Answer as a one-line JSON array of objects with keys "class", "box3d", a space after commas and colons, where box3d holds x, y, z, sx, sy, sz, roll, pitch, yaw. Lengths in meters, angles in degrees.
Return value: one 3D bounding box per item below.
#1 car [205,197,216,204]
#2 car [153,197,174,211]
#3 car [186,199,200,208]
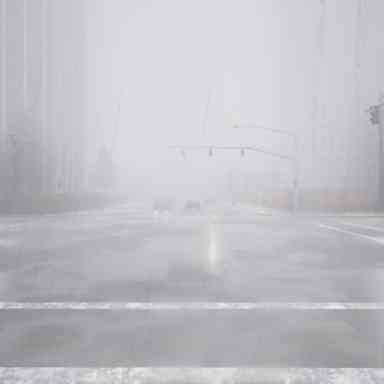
[{"class": "car", "box3d": [3.535, 1.601, 64.979, 1.895, 1.301, 4.718, 0, 0, 0]}, {"class": "car", "box3d": [-3.577, 1.564, 40.754, 1.994, 1.385, 4.181, 0, 0, 0]}, {"class": "car", "box3d": [0.125, 1.600, 46.687, 1.895, 1.301, 4.718, 0, 0, 0]}]
